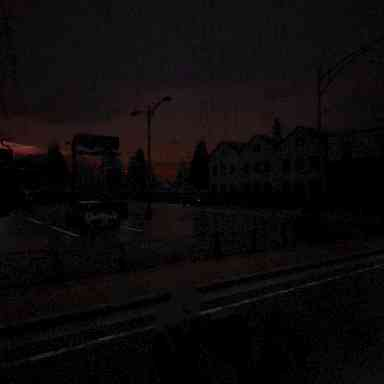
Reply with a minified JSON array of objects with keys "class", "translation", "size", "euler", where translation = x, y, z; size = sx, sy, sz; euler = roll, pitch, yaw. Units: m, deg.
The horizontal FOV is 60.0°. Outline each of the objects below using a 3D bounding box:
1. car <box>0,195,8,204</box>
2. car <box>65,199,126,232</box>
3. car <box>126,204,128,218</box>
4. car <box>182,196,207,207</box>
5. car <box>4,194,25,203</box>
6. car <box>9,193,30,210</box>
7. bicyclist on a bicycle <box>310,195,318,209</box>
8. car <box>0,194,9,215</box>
[{"class":"car","translation":[-39.279,1.495,66.051],"size":[4.611,1.667,2.242],"euler":[0,0,-36]},{"class":"car","translation":[-5.386,1.248,17.842],"size":[1.970,1.475,3.806],"euler":[0,0,-36]},{"class":"car","translation":[-6.518,1.313,25.704],"size":[2.007,1.523,4.514],"euler":[0,0,-36]},{"class":"car","translation":[0.370,1.349,48.808],"size":[1.812,1.442,4.674],"euler":[0,0,-36]},{"class":"car","translation":[-39.054,1.328,73.179],"size":[3.866,1.878,1.905],"euler":[0,0,-36]},{"class":"car","translation":[-19.907,1.092,38.103],"size":[1.905,1.878,3.866],"euler":[0,0,-36]},{"class":"bicyclist on a bicycle","translation":[13.588,1.124,36.788],"size":[1.656,1.620,0.582],"euler":[0,0,-35]},{"class":"car","translation":[-17.993,1.113,29.794],"size":[1.932,1.855,4.605],"euler":[0,0,-36]}]
